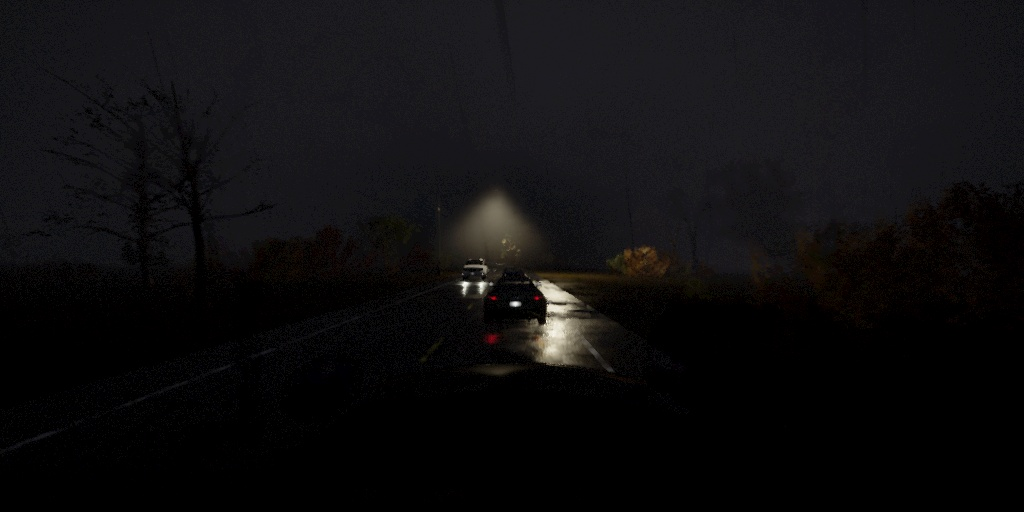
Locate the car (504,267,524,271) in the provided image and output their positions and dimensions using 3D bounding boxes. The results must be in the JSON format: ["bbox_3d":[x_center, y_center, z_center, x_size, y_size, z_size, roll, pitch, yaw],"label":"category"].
[{"bbox_3d":[0.100,1.624,31.337,1.895,1.301,4.718,0,-1,0],"label":"car"}]

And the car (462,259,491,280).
[{"bbox_3d":[-3.595,1.287,35.498,2.150,2.045,5.566,0,-1,0],"label":"car"}]

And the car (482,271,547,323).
[{"bbox_3d":[0.100,1.412,12.643,1.994,1.385,4.181,0,0,0],"label":"car"}]
